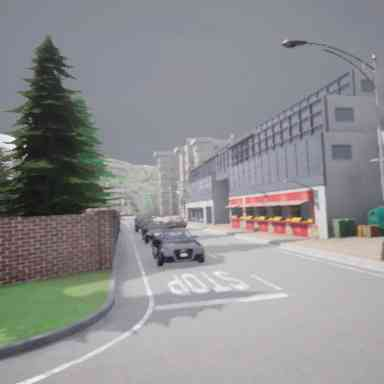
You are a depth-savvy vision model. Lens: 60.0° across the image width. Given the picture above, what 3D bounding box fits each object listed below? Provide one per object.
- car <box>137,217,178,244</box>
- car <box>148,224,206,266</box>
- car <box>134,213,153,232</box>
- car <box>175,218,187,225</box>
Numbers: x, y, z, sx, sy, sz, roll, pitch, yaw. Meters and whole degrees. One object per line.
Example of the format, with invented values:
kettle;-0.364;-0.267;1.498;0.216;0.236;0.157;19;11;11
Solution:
car;-2.734;2.968;25.126;2.128;1.511;4.902;-2;-3;-12
car;-0.719;2.448;15.271;1.994;1.385;4.181;-2;-3;-12
car;-5.489;3.509;38.651;2.150;2.045;5.566;-2;-3;-11
car;-1.883;3.736;38.965;1.895;1.301;4.718;-2;-3;-12
